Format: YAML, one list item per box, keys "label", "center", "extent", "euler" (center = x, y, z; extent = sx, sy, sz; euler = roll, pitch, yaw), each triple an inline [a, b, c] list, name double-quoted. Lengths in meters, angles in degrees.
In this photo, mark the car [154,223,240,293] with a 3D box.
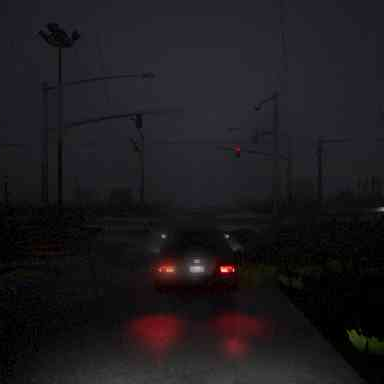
- label: "car"
  center: [0.094, 1.547, 8.956]
  extent: [2.033, 1.411, 5.357]
  euler: [0, 0, 0]
